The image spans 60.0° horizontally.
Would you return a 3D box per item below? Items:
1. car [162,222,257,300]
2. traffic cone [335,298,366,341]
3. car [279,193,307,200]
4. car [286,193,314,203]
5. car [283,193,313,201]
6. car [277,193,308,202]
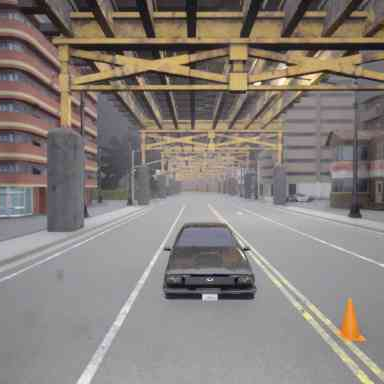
[{"bbox_3d":[0.362,1.533,8.764,2.033,1.411,5.357,0,0,1],"label":"car"},{"bbox_3d":[2.454,1.949,5.157,0.340,0.580,0.340,0,0,0],"label":"traffic cone"},{"bbox_3d":[17.861,0.800,59.011,4.536,1.218,1.853,0,1,25],"label":"car"},{"bbox_3d":[17.466,1.005,54.878,4.974,1.542,2.038,0,1,-20],"label":"car"},{"bbox_3d":[17.515,0.847,54.894,4.536,1.218,1.853,0,1,-20],"label":"car"},{"bbox_3d":[17.814,0.957,59.035,4.974,1.542,2.038,0,1,25],"label":"car"}]
